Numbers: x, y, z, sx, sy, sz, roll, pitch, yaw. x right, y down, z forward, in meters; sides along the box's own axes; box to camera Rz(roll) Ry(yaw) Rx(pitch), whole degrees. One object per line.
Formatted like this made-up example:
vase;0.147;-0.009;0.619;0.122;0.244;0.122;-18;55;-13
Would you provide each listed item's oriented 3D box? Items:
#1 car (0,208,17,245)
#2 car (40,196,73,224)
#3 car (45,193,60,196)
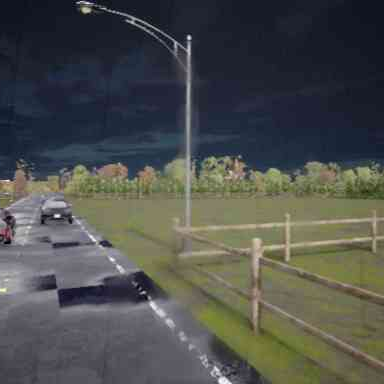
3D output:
car;-8.495;1.350;13.850;1.994;1.385;4.181;0;1;-24
car;-8.925;1.219;21.907;1.812;1.442;4.674;0;1;-23
car;-14.849;0.842;35.443;2.097;1.767;4.553;0;1;-23
